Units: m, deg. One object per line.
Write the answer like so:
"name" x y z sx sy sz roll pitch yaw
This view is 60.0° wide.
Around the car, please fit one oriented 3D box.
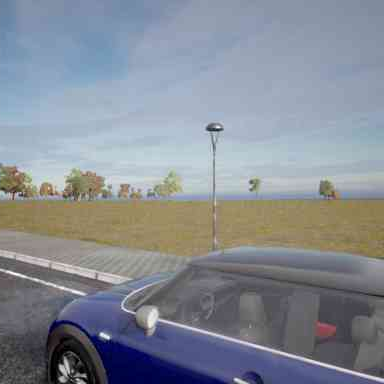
"car" 0.541 1.353 3.328 4.553 1.767 2.097 0 0 36
